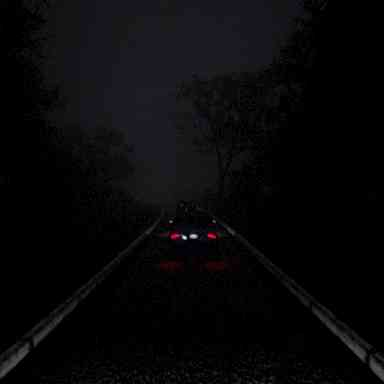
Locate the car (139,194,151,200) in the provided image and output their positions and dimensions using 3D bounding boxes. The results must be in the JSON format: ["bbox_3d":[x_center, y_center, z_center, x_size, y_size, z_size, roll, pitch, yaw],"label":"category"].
[{"bbox_3d":[-10.843,1.213,78.395,1.812,1.442,4.674,0,0,-14],"label":"car"}]

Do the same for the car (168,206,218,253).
[{"bbox_3d":[0.033,1.528,13.605,2.033,1.411,5.357,0,0,0],"label":"car"}]

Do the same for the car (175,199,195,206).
[{"bbox_3d":[-0.653,1.443,33.685,2.128,1.511,4.902,0,0,-4],"label":"car"}]
